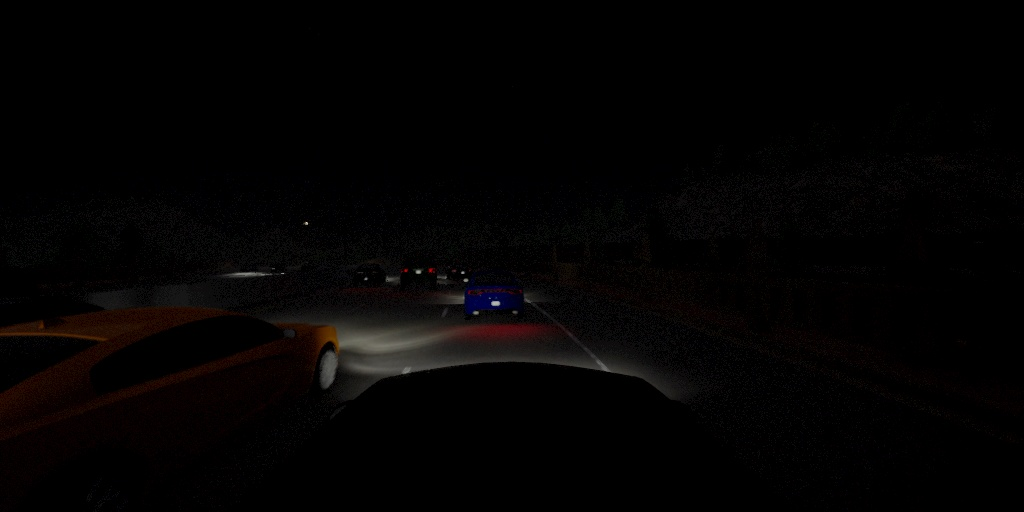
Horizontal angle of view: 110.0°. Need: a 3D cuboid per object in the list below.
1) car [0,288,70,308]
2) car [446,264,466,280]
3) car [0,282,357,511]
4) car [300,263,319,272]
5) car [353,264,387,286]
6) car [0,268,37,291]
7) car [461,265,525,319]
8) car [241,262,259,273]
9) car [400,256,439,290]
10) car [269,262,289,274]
[{"bbox_3d":[-7.126,1.315,5.163,1.812,1.442,4.674,0,0,-2],"label":"car"},{"bbox_3d":[-4.666,1.361,31.770,1.994,1.385,4.181,0,0,-17],"label":"car"},{"bbox_3d":[-3.573,1.247,3.598,1.882,1.535,5.008,0,0,-1],"label":"car"},{"bbox_3d":[-25.714,1.540,45.598,2.033,1.411,5.357,-1,0,-29],"label":"car"},{"bbox_3d":[-10.342,1.328,26.311,2.128,1.511,4.902,0,0,-14],"label":"car"},{"bbox_3d":[-22.255,1.251,14.175,2.097,1.767,4.553,0,0,-10],"label":"car"},{"bbox_3d":[-0.722,1.239,12.947,1.882,1.535,5.008,0,0,-6],"label":"car"},{"bbox_3d":[-37.757,1.620,51.738,2.128,1.511,4.902,-1,0,-33],"label":"car"},{"bbox_3d":[-5.971,1.024,23.318,2.150,2.045,5.566,0,0,-12],"label":"car"},{"bbox_3d":[-31.673,1.562,48.768,1.837,1.490,4.892,-1,0,-32],"label":"car"}]
